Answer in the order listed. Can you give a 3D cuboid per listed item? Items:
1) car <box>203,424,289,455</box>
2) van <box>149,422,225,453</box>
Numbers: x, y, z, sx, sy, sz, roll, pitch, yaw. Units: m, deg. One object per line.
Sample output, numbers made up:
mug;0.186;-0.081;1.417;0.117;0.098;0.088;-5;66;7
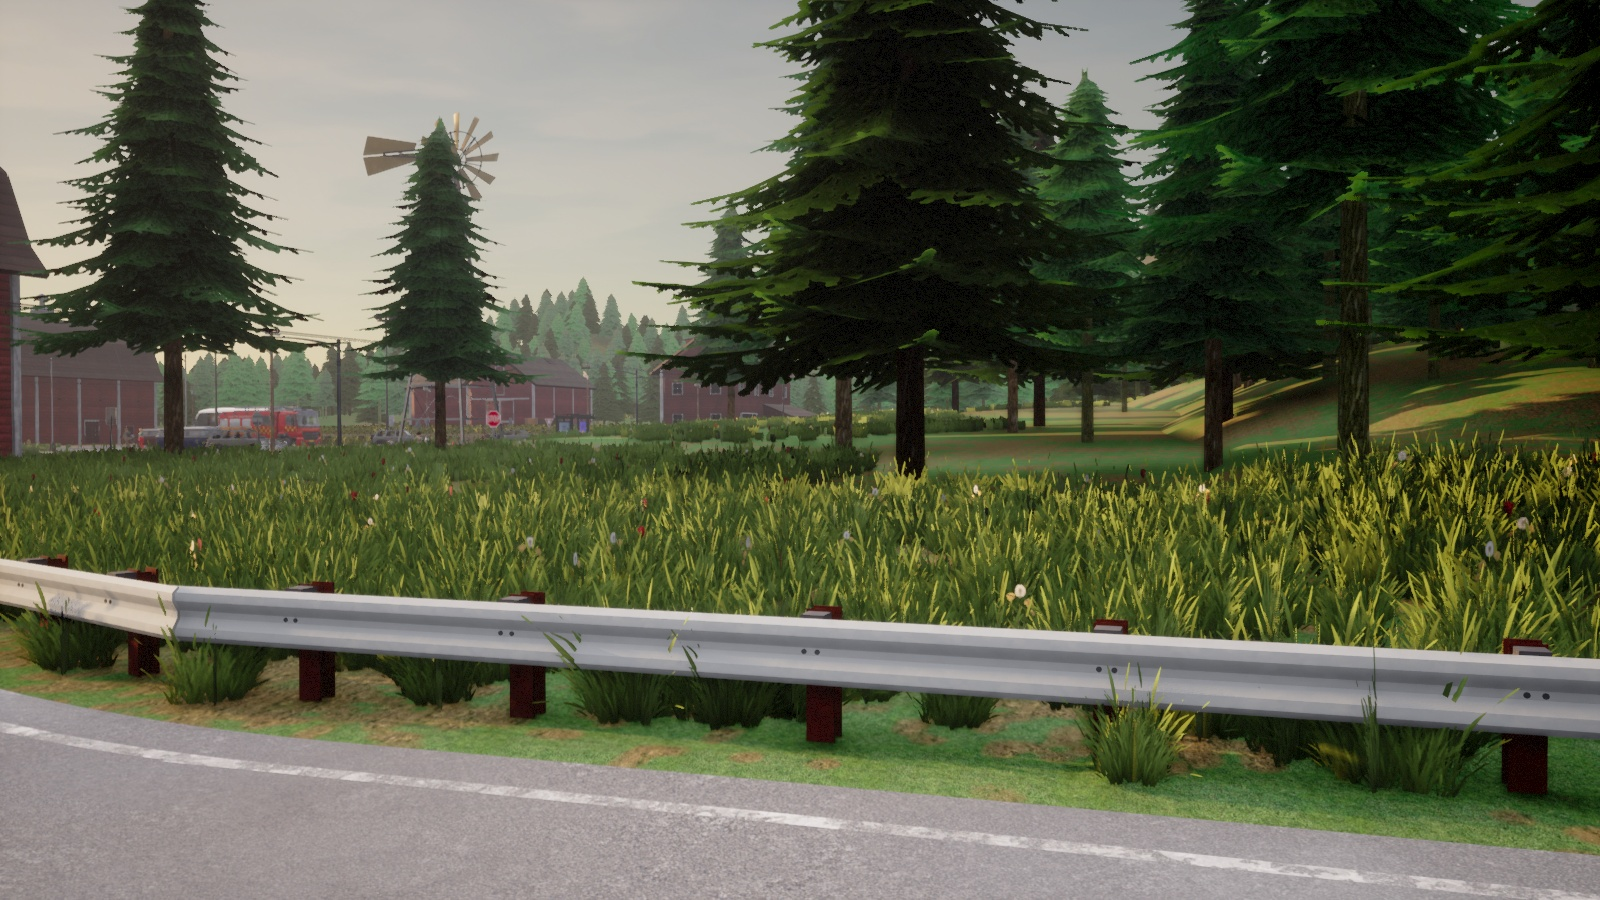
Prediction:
car;-33.588;-0.656;76.153;4.605;1.855;1.932;1;1;18
van;-39.929;-0.832;81.824;4.442;1.987;1.775;0;1;18
